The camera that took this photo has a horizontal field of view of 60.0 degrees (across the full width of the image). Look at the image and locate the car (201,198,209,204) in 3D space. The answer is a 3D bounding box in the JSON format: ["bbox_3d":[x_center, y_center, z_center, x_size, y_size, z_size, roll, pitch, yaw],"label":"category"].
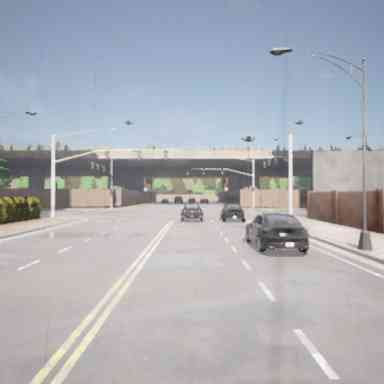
[{"bbox_3d":[3.483,2.322,88.221,1.812,1.442,4.674,0,-1,0],"label":"car"}]

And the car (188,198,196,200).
[{"bbox_3d":[-0.017,2.298,88.216,1.837,1.490,4.892,0,-1,0],"label":"car"}]

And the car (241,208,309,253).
[{"bbox_3d":[3.503,1.644,14.312,1.837,1.490,4.892,0,0,0],"label":"car"}]

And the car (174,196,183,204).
[{"bbox_3d":[-3.517,2.043,86.532,2.150,2.045,5.566,0,-1,0],"label":"car"}]

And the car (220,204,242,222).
[{"bbox_3d":[3.566,1.785,29.297,1.837,1.490,4.892,0,0,3],"label":"car"}]

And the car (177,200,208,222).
[{"bbox_3d":[-0.034,1.770,29.305,2.128,1.511,4.902,0,0,-1],"label":"car"}]

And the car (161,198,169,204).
[{"bbox_3d":[-7.017,2.358,86.558,2.033,1.411,5.357,0,-1,0],"label":"car"}]
